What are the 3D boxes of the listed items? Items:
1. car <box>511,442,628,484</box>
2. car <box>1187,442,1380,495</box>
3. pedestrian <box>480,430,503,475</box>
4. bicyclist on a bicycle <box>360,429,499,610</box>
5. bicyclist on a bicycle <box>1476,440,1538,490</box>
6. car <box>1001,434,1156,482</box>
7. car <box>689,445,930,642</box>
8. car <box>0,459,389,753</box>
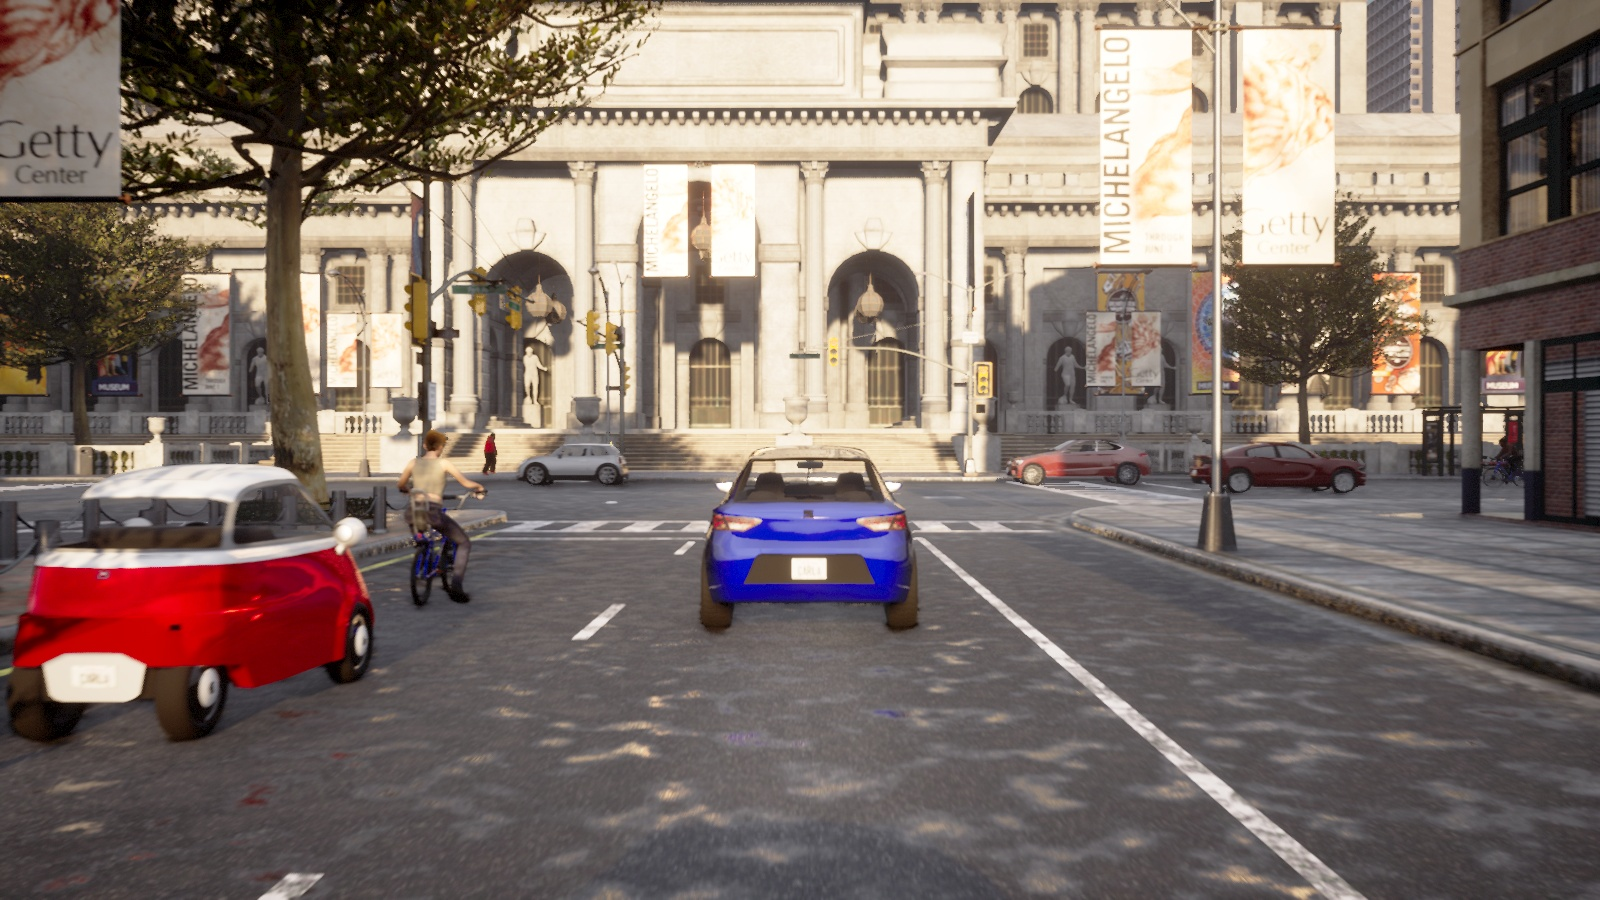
[{"bbox_3d":[-8.146,0.454,44.641,3.806,1.475,1.970,0,0,1],"label":"car"},{"bbox_3d":[14.334,0.525,37.423,5.008,1.535,1.882,0,0,1],"label":"car"},{"bbox_3d":[-12.759,0.100,51.937,0.899,1.844,0.634,0,0,-13],"label":"pedestrian"},{"bbox_3d":[-3.468,0.613,11.907,0.866,1.612,1.509,0,0,0],"label":"bicyclist on a bicycle"},{"bbox_3d":[22.987,0.488,40.839,1.656,1.620,0.582,0,0,1],"label":"bicyclist on a bicycle"},{"bbox_3d":[9.789,0.282,44.466,5.027,1.651,2.152,0,0,1],"label":"car"},{"bbox_3d":[0.081,0.695,11.537,1.816,1.474,4.193,0,0,0],"label":"car"},{"bbox_3d":[-3.444,0.758,7.139,1.481,1.376,2.207,0,1,0],"label":"car"}]
